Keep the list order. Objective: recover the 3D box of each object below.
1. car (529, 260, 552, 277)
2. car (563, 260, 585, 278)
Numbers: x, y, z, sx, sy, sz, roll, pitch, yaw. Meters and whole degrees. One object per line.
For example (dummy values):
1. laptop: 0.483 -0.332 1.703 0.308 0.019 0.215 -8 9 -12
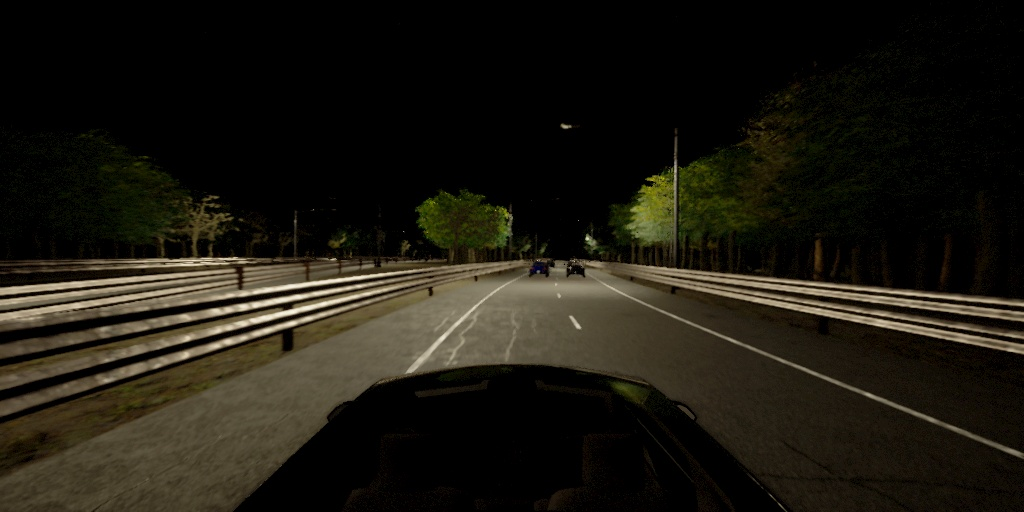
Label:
1. car: 2.793 1.312 36.123 1.812 1.442 4.674 0 0 8
2. car: 6.296 1.307 35.911 2.128 1.511 4.902 0 0 8
